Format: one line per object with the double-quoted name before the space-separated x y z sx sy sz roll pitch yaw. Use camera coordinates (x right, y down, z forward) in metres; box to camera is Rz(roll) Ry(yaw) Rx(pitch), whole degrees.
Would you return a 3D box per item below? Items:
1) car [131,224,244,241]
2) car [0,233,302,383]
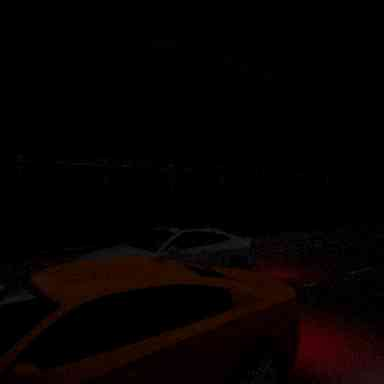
"car" -0.449 1.523 7.954 4.674 1.442 1.812 0 0 -36
"car" -1.038 1.477 3.250 5.008 1.535 1.882 0 0 -36
